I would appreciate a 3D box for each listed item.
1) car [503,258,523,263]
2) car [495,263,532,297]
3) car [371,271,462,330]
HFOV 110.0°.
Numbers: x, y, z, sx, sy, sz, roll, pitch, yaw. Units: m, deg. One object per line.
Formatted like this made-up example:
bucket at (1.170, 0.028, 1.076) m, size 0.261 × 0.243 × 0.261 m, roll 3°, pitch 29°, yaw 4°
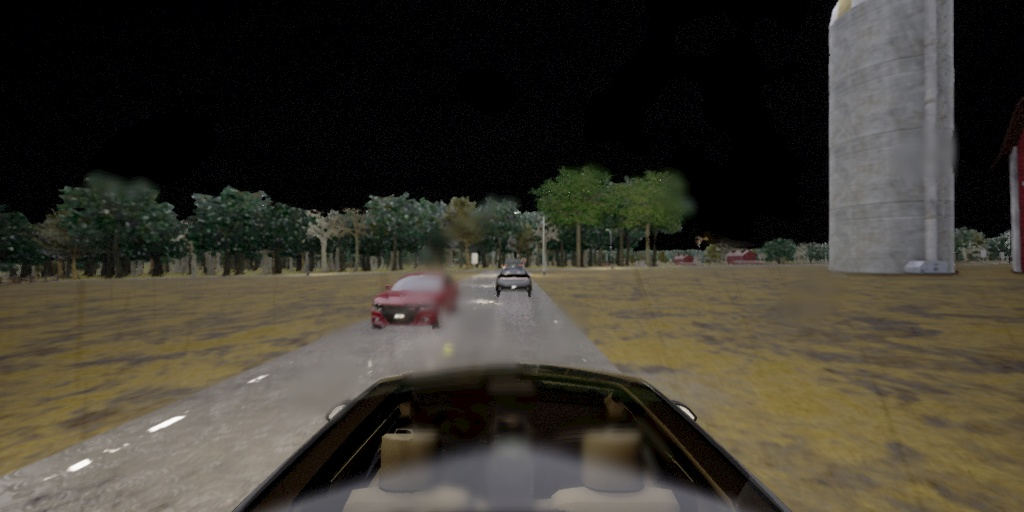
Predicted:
car at (0.093, 1.287, 40.921) m, size 2.150 × 2.045 × 5.566 m, roll 0°, pitch -1°, yaw 0°
car at (0.094, 1.323, 19.771) m, size 2.128 × 1.511 × 4.902 m, roll 0°, pitch 0°, yaw 0°
car at (-2.812, 1.258, 11.502) m, size 1.882 × 1.535 × 5.008 m, roll 0°, pitch -1°, yaw 0°
